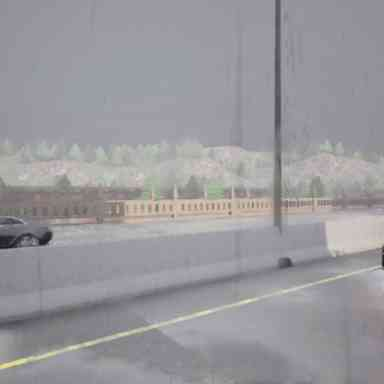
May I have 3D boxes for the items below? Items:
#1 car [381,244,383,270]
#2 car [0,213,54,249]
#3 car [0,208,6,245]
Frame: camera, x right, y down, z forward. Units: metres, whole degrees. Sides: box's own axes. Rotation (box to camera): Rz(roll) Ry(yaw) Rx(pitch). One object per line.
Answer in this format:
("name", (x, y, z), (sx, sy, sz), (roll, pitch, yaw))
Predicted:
("car", (6.777, 1.492, 8.580), (4.902, 1.511, 2.128), (0, 0, -35))
("car", (-7.450, 1.492, 11.577), (4.902, 1.511, 2.128), (0, 0, -36))
("car", (-10.541, 1.506, 13.670), (4.892, 1.490, 1.837), (0, 0, -35))
